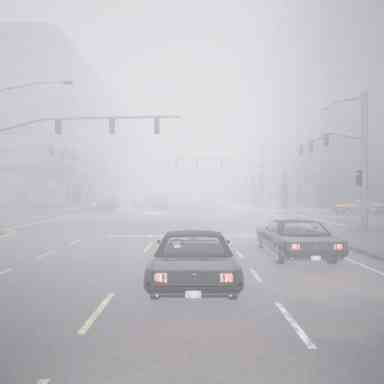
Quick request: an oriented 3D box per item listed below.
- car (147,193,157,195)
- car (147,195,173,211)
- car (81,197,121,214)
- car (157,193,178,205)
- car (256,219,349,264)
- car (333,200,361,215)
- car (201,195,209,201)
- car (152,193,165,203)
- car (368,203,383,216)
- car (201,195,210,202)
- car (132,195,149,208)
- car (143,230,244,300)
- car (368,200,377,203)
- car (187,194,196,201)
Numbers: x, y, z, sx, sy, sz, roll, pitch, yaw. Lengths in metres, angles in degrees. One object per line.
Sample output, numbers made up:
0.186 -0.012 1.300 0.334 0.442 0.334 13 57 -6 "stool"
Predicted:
-7.429 1.224 61.888 2.150 2.045 5.566 0 0 1 "car"
-3.970 1.494 42.034 2.128 1.511 4.902 0 0 -1 "car"
-9.946 1.380 36.655 2.097 1.767 4.553 -1 0 29 "car"
-4.008 1.216 55.263 2.150 2.045 5.566 0 1 1 "car"
3.548 1.601 11.734 1.895 1.301 4.718 0 0 0 "car"
17.206 1.533 34.350 5.008 1.535 1.882 0 0 0 "car"
3.387 1.553 87.462 1.994 1.385 4.181 0 0 1 "car"
-7.260 1.225 72.764 2.150 2.045 5.566 0 0 1 "car"
3.593 1.221 1.982 2.150 2.045 5.566 0 0 0 "car"
3.288 1.595 77.487 1.895 1.301 4.718 0 0 1 "car"
-7.523 1.526 48.606 1.812 1.442 4.674 0 0 0 "car"
0.042 1.601 8.348 1.895 1.301 4.718 0 0 0 "car"
19.269 1.547 30.848 4.902 1.511 2.128 0 0 0 "car"
-0.114 1.355 87.333 2.097 1.767 4.553 0 0 1 "car"
